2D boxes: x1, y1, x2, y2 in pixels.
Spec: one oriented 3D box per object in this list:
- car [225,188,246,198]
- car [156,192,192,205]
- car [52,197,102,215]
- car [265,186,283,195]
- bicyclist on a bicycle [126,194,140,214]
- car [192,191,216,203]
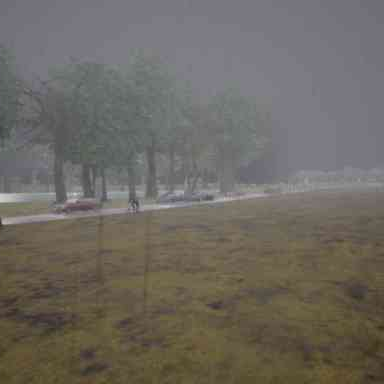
[{"bbox_3d":[7.158,0.089,54.736,2.128,1.511,4.902,-1,1,35],"label":"car"},{"bbox_3d":[-2.482,0.746,41.279,1.812,1.442,4.674,-1,1,35],"label":"car"},{"bbox_3d":[-10.341,1.185,30.190,1.812,1.442,4.674,-1,1,35],"label":"car"},{"bbox_3d":[14.962,-0.368,60.840,1.882,1.535,5.008,-1,0,35],"label":"car"},{"bbox_3d":[-4.908,0.994,27.507,1.656,1.620,0.582,-1,1,35],"label":"bicyclist on a bicycle"},{"bbox_3d":[1.217,0.570,41.413,2.128,1.511,4.902,-1,1,35],"label":"car"}]
